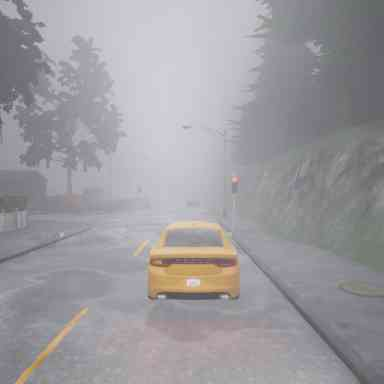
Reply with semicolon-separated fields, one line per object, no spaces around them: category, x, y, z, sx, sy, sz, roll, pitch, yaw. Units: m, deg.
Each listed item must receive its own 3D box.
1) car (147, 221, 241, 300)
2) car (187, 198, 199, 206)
car;0.048;1.478;8.463;1.882;1.535;5.008;0;0;1
car;0.110;1.601;52.422;1.895;1.301;4.718;0;0;0
